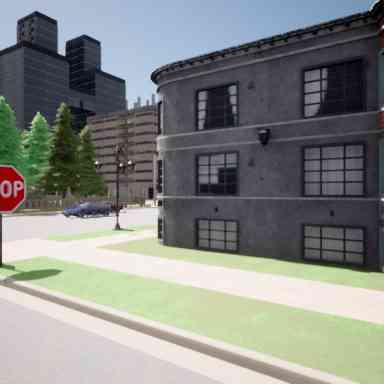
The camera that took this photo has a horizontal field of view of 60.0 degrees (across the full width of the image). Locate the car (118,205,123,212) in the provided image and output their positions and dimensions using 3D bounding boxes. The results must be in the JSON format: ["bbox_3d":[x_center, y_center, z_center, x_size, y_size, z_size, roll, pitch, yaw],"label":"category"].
[{"bbox_3d":[-9.701,1.635,35.714,1.895,1.301,4.718,0,0,34],"label":"car"}]

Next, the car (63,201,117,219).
[{"bbox_3d":[-9.304,1.560,29.951,1.812,1.442,4.674,0,0,33],"label":"car"}]
